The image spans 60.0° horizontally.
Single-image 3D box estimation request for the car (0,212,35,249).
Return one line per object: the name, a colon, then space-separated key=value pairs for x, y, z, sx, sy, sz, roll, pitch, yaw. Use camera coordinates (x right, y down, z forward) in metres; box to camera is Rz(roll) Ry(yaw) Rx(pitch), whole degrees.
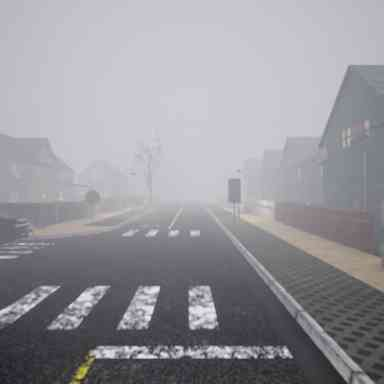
car: x=-8.976 y=1.511 z=13.343 sx=4.902 sy=1.511 sz=2.128 roll=0 pitch=0 yaw=-4
